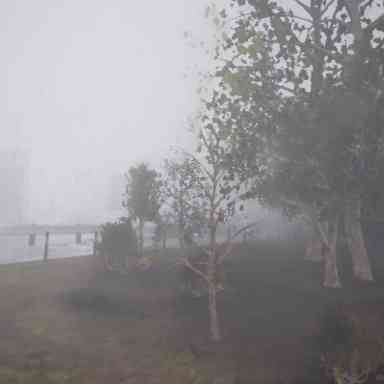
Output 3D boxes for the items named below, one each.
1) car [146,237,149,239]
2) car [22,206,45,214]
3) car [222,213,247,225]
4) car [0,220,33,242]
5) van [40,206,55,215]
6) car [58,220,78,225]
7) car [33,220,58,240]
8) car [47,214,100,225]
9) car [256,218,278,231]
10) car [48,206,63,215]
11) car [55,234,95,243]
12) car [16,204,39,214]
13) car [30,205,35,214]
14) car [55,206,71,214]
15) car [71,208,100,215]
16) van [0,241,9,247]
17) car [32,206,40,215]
[{"bbox_3d":[-3.456,4.711,30.016,4.792,1.488,2.163,1,1,17],"label":"car"},{"bbox_3d":[-36.050,4.142,75.920,2.002,1.452,4.674,0,1,19],"label":"car"},{"bbox_3d":[6.395,4.287,53.252,2.150,2.045,5.566,0,-1,-32],"label":"car"},{"bbox_3d":[-20.474,4.246,35.598,5.566,2.045,2.435,0,0,17],"label":"car"},{"bbox_3d":[-29.041,3.973,70.180,1.878,1.987,4.442,1,1,19],"label":"van"},{"bbox_3d":[-16.904,4.526,40.328,4.792,1.488,2.163,0,0,17],"label":"car"},{"bbox_3d":[-18.688,4.246,37.957,5.566,2.045,2.435,0,0,17],"label":"car"},{"bbox_3d":[-15.175,4.245,42.678,5.566,2.045,2.435,0,0,17],"label":"car"},{"bbox_3d":[9.816,4.256,43.818,1.837,1.490,4.892,1,-3,-4],"label":"car"},{"bbox_3d":[-26.665,4.268,68.421,2.002,1.452,4.674,0,1,18],"label":"car"},{"bbox_3d":[-7.151,4.430,25.183,5.566,2.045,2.435,1,1,17],"label":"car"},{"bbox_3d":[-38.378,3.944,77.824,2.185,1.767,4.553,1,1,19],"label":"car"},{"bbox_3d":[-33.720,4.008,74.014,2.185,1.767,4.553,0,1,19],"label":"car"},{"bbox_3d":[-24.250,4.254,66.730,1.946,1.575,5.366,0,1,18],"label":"car"},{"bbox_3d":[-19.601,4.073,62.784,2.435,2.045,5.566,1,1,18],"label":"car"},{"bbox_3d":[-10.656,4.460,20.335,4.442,1.987,1.878,1,1,17],"label":"van"},{"bbox_3d":[-31.349,4.164,72.173,2.097,1.535,5.008,1,1,19],"label":"car"}]
